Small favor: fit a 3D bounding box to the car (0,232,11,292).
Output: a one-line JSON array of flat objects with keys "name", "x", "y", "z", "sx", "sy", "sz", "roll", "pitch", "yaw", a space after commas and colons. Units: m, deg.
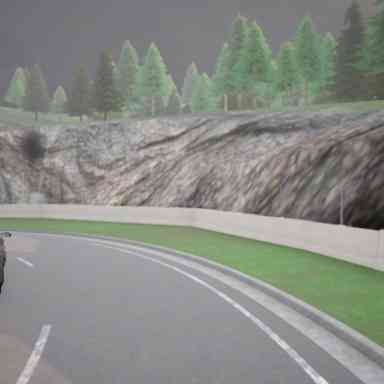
[{"name": "car", "x": -5.762, "y": 1.519, "z": 8.361, "sx": 2.128, "sy": 1.511, "sz": 4.902, "roll": 1, "pitch": 0, "yaw": -29}]
